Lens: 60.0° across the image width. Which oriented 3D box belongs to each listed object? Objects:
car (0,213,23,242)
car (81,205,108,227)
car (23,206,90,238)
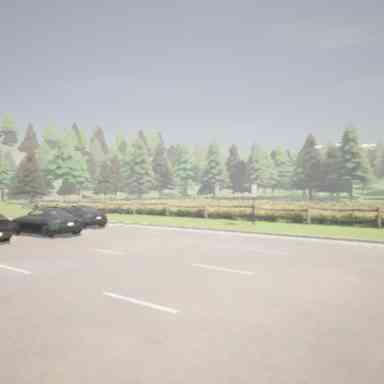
[{"bbox_3d":[-10.042,1.505,14.942,4.892,1.490,1.837,0,-1,31],"label":"car"},{"bbox_3d":[-7.495,1.564,21.520,4.181,1.385,1.994,0,0,30],"label":"car"},{"bbox_3d":[-7.776,1.564,17.638,4.181,1.385,1.994,0,0,31],"label":"car"}]
